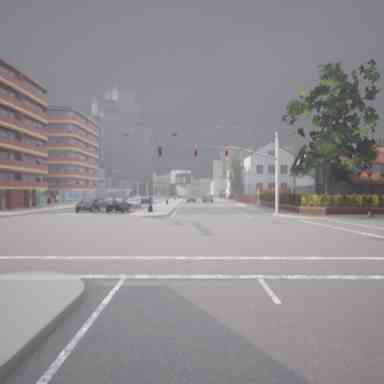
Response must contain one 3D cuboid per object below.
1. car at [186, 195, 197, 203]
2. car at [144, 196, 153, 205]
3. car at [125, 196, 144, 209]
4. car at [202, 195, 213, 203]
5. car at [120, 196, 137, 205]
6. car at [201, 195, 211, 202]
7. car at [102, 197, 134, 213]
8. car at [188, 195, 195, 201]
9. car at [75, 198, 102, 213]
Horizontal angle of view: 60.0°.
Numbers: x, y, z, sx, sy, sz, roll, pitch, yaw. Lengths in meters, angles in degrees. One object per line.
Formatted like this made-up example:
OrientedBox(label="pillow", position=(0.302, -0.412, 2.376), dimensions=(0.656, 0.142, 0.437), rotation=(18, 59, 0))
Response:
OrientedBox(label="car", position=(-0.113, 1.496, 68.686), dimensions=(1.812, 1.442, 4.674), rotation=(0, 0, 0))
OrientedBox(label="car", position=(-8.169, 1.452, 59.758), dimensions=(1.882, 1.535, 5.008), rotation=(0, 0, 0))
OrientedBox(label="car", position=(-8.166, 1.506, 45.786), dimensions=(1.812, 1.442, 4.674), rotation=(0, 0, 0))
OrientedBox(label="car", position=(3.388, 1.518, 68.275), dimensions=(2.033, 1.411, 5.357), rotation=(0, 0, 0))
OrientedBox(label="car", position=(-11.655, 1.464, 61.019), dimensions=(2.128, 1.511, 4.902), rotation=(0, 0, 0))
OrientedBox(label="car", position=(3.370, 1.459, 78.692), dimensions=(2.128, 1.511, 4.902), rotation=(0, 0, 0))
OrientedBox(label="car", position=(-8.150, 1.585, 36.897), dimensions=(1.895, 1.301, 4.718), rotation=(0, 0, 1))
OrientedBox(label="car", position=(-0.130, 1.458, 78.686), dimensions=(1.812, 1.442, 4.674), rotation=(0, 0, 0))
OrientedBox(label="car", position=(-11.654, 1.488, 37.571), dimensions=(1.837, 1.490, 4.892), rotation=(0, 0, 0))
